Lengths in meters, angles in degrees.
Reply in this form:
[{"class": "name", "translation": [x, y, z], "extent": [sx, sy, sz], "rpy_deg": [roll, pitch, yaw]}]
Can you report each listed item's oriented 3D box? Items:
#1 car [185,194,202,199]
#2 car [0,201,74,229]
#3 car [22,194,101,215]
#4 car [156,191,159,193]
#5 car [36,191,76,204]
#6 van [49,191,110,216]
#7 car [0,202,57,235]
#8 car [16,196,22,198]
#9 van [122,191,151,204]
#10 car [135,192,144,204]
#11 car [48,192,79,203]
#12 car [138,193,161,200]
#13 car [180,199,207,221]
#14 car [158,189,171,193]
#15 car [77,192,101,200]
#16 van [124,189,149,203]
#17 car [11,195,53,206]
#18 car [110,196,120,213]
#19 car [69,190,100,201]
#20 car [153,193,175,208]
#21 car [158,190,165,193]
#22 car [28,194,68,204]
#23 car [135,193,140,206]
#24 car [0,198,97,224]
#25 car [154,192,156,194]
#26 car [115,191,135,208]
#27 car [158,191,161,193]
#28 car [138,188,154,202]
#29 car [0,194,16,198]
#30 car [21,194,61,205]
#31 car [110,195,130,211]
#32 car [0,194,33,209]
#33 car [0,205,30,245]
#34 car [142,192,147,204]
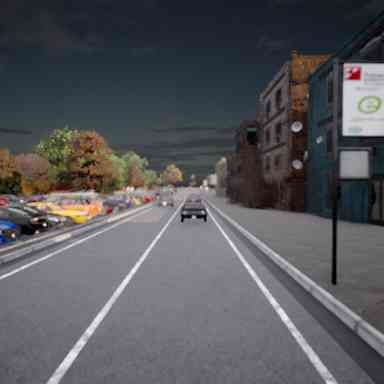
[{"class": "car", "translation": [0.194, 1.037, 41.759], "extent": [2.097, 1.767, 4.553], "rpy_deg": [0, 0, 0]}, {"class": "car", "translation": [-9.467, 1.433, 18.650], "extent": [4.674, 1.452, 2.002], "rpy_deg": [0, 0, 0]}, {"class": "car", "translation": [-9.394, 1.224, 24.214], "extent": [4.553, 1.767, 2.185], "rpy_deg": [0, 0, 0]}, {"class": "car", "translation": [-9.154, 1.052, 63.180], "extent": [4.674, 1.452, 2.002], "rpy_deg": [0, 1, 0]}, {"class": "car", "translation": [-22.319, 0.837, 54.790], "extent": [5.566, 2.045, 2.435], "rpy_deg": [0, 1, 0]}, {"class": "van", "translation": [-9.289, 1.104, 26.933], "extent": [4.442, 1.987, 1.878], "rpy_deg": [0, 0, 0]}, {"class": "car", "translation": [-9.479, 1.412, 15.865], "extent": [5.008, 1.535, 2.097], "rpy_deg": [0, 0, 0]}, {"class": "car", "translation": [-22.414, 1.237, 38.208], "extent": [4.892, 1.521, 2.231], "rpy_deg": [0, 0, 0]}, {"class": "van", "translation": [-9.095, 0.864, 54.704], "extent": [4.442, 1.987, 1.878], "rpy_deg": [0, 1, 0]}, {"class": "car", "translation": [-9.474, 1.186, 43.700], "extent": [5.366, 1.575, 1.946], "rpy_deg": [0, 1, 0]}, {"class": "car", "translation": [-22.239, 0.936, 57.700], "extent": [4.553, 1.767, 2.185], "rpy_deg": [0, 1, 0]}, {"class": "car", "translation": [-9.109, 0.978, 71.388], "extent": [4.674, 1.452, 2.002], "rpy_deg": [-1, 1, 1]}, {"class": "car", "translation": [0.138, 1.428, 24.930], "extent": [1.895, 1.301, 4.718], "rpy_deg": [0, 0, 0]}, {"class": "car", "translation": [-9.150, 0.559, 94.720], "extent": [4.792, 1.488, 2.163], "rpy_deg": [0, 1, 1]}, {"class": "car", "translation": [-22.142, 0.808, 71.624], "extent": [4.553, 1.767, 2.185], "rpy_deg": [0, 1, 0]}, {"class": "van", "translation": [-9.133, 0.914, 49.262], "extent": [4.442, 1.987, 1.878], "rpy_deg": [0, 1, 0]}, {"class": "car", "translation": [-22.319, 1.192, 46.562], "extent": [4.792, 1.488, 2.163], "rpy_deg": [0, 1, 0]}, {"class": "car", "translation": [-9.357, 1.336, 29.782], "extent": [4.792, 1.488, 2.163], "rpy_deg": [0, 0, 0]}, {"class": "car", "translation": [-22.221, 0.708, 68.838], "extent": [5.566, 2.045, 2.435], "rpy_deg": [0, 1, 0]}, {"class": "car", "translation": [-3.246, 1.176, 41.940], "extent": [2.128, 1.511, 4.902], "rpy_deg": [0, 0, 0]}, {"class": "car", "translation": [-8.927, 0.959, 68.744], "extent": [5.366, 1.575, 1.946], "rpy_deg": [0, 1, 0]}, {"class": "car", "translation": [-22.496, 1.110, 52.008], "extent": [5.366, 1.575, 1.946], "rpy_deg": [0, 1, 0]}, {"class": "car", "translation": [-9.314, 1.215, 40.916], "extent": [4.892, 1.521, 2.231], "rpy_deg": [0, 0, 0]}, {"class": "car", "translation": [-9.259, 1.368, 21.431], "extent": [5.366, 1.575, 1.946], "rpy_deg": [0, 0, 0]}, {"class": "car", "translation": [-9.184, 1.064, 57.613], "extent": [4.892, 1.521, 2.231], "rpy_deg": [0, 1, 0]}, {"class": "car", "translation": [-9.296, 1.112, 38.130], "extent": [4.553, 1.767, 2.185], "rpy_deg": [0, 1, 0]}, {"class": "car", "translation": [-9.161, 1.017, 65.963], "extent": [4.792, 1.488, 2.163], "rpy_deg": [0, 1, 0]}, {"class": "car", "translation": [-9.202, 0.863, 52.045], "extent": [5.566, 2.045, 2.435], "rpy_deg": [0, 1, 0]}, {"class": "car", "translation": [-22.399, 1.008, 35.422], "extent": [5.566, 2.045, 2.435], "rpy_deg": [0, 0, 0]}, {"class": "car", "translation": [-22.334, 1.137, 49.348], "extent": [5.008, 1.535, 2.097], "rpy_deg": [0, 1, 0]}, {"class": "car", "translation": [-9.350, 1.301, 35.349], "extent": [4.674, 1.452, 2.002], "rpy_deg": [0, 0, 0]}, {"class": "car", "translation": [-22.419, 1.086, 40.992], "extent": [4.553, 1.767, 2.185], "rpy_deg": [0, 1, 0]}, {"class": "car", "translation": [-9.509, 1.432, 13.083], "extent": [5.008, 1.535, 2.097], "rpy_deg": [0, 0, 0]}, {"class": "car", "translation": [-9.263, 1.165, 46.481], "extent": [4.892, 1.521, 2.231], "rpy_deg": [0, 1, 0]}]
